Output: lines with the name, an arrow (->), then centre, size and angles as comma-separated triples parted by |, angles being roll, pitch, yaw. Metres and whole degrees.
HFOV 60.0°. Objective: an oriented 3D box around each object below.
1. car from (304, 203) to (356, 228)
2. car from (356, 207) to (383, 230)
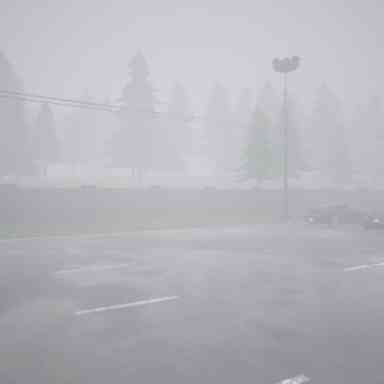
car -> 9.672, 1.486, 22.079 | 4.892, 1.490, 1.837 | 0, 0, -28
car -> 11.961, 1.551, 19.326 | 4.181, 1.385, 1.994 | 0, 0, -28
